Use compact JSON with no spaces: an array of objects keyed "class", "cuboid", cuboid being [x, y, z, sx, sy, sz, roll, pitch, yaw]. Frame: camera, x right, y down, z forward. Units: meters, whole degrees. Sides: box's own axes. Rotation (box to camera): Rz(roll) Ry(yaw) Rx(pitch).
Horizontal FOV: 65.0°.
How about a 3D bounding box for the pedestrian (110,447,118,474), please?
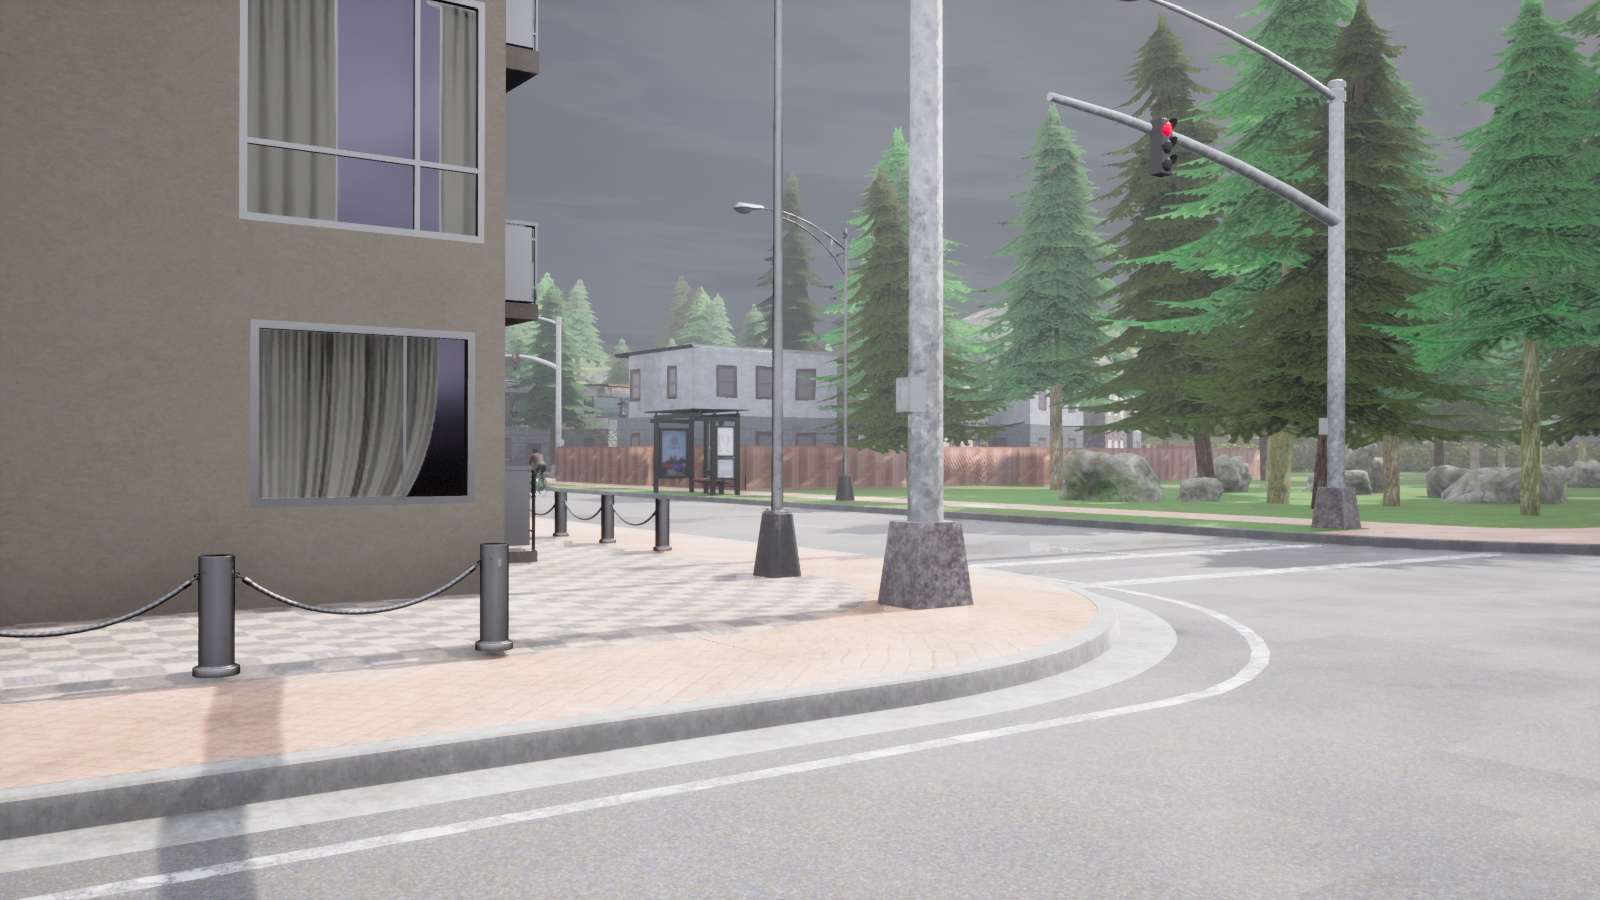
[{"class":"pedestrian","cuboid":[-47.043,0.701,86.103,0.431,1.840,0.703,0,0,-37]}]
